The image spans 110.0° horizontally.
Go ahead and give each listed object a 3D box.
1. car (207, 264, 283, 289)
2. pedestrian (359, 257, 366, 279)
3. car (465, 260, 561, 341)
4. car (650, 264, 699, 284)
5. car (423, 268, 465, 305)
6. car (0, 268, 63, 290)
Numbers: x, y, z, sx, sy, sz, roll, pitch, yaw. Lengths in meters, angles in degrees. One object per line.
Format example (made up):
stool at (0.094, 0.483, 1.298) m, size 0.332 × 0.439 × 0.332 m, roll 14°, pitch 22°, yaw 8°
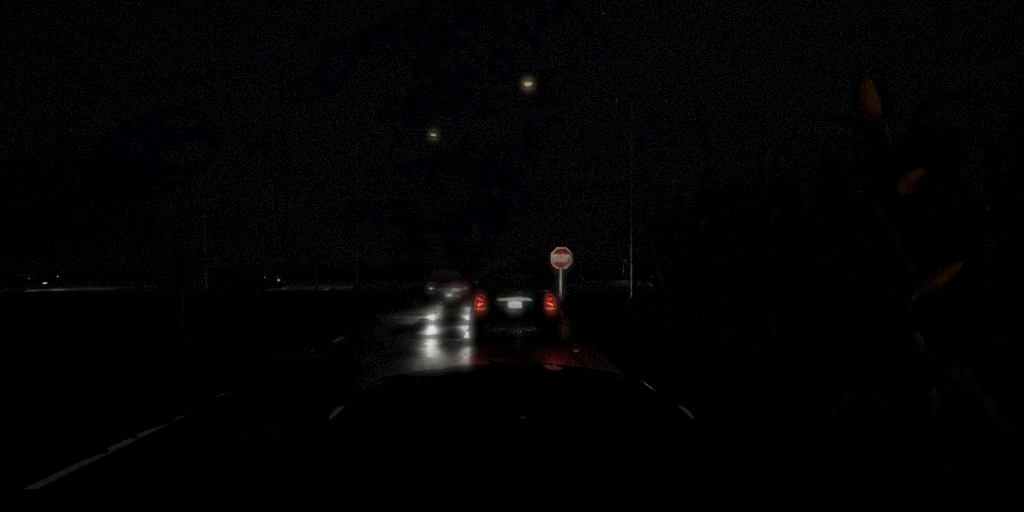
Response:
car at (-17.619, 1.301, 23.267) m, size 4.902 × 1.511 × 2.128 m, roll 0°, pitch 2°, yaw 0°
pedestrian at (-12.252, 0.983, 29.271) m, size 0.375 × 1.860 × 0.375 m, roll 0°, pitch 2°, yaw 0°
car at (0.027, 1.098, 10.000) m, size 2.097 × 1.767 × 4.553 m, roll 0°, pitch 0°, yaw -1°
car at (12.631, 1.251, 26.408) m, size 4.674 × 1.442 × 1.812 m, roll 0°, pitch 2°, yaw 0°
car at (-3.017, 1.267, 16.318) m, size 1.812 × 1.442 × 4.674 m, roll 1°, pitch 0°, yaw -14°
car at (-32.423, 1.455, 23.184) m, size 4.718 × 1.301 × 1.895 m, roll 0°, pitch 2°, yaw 0°
